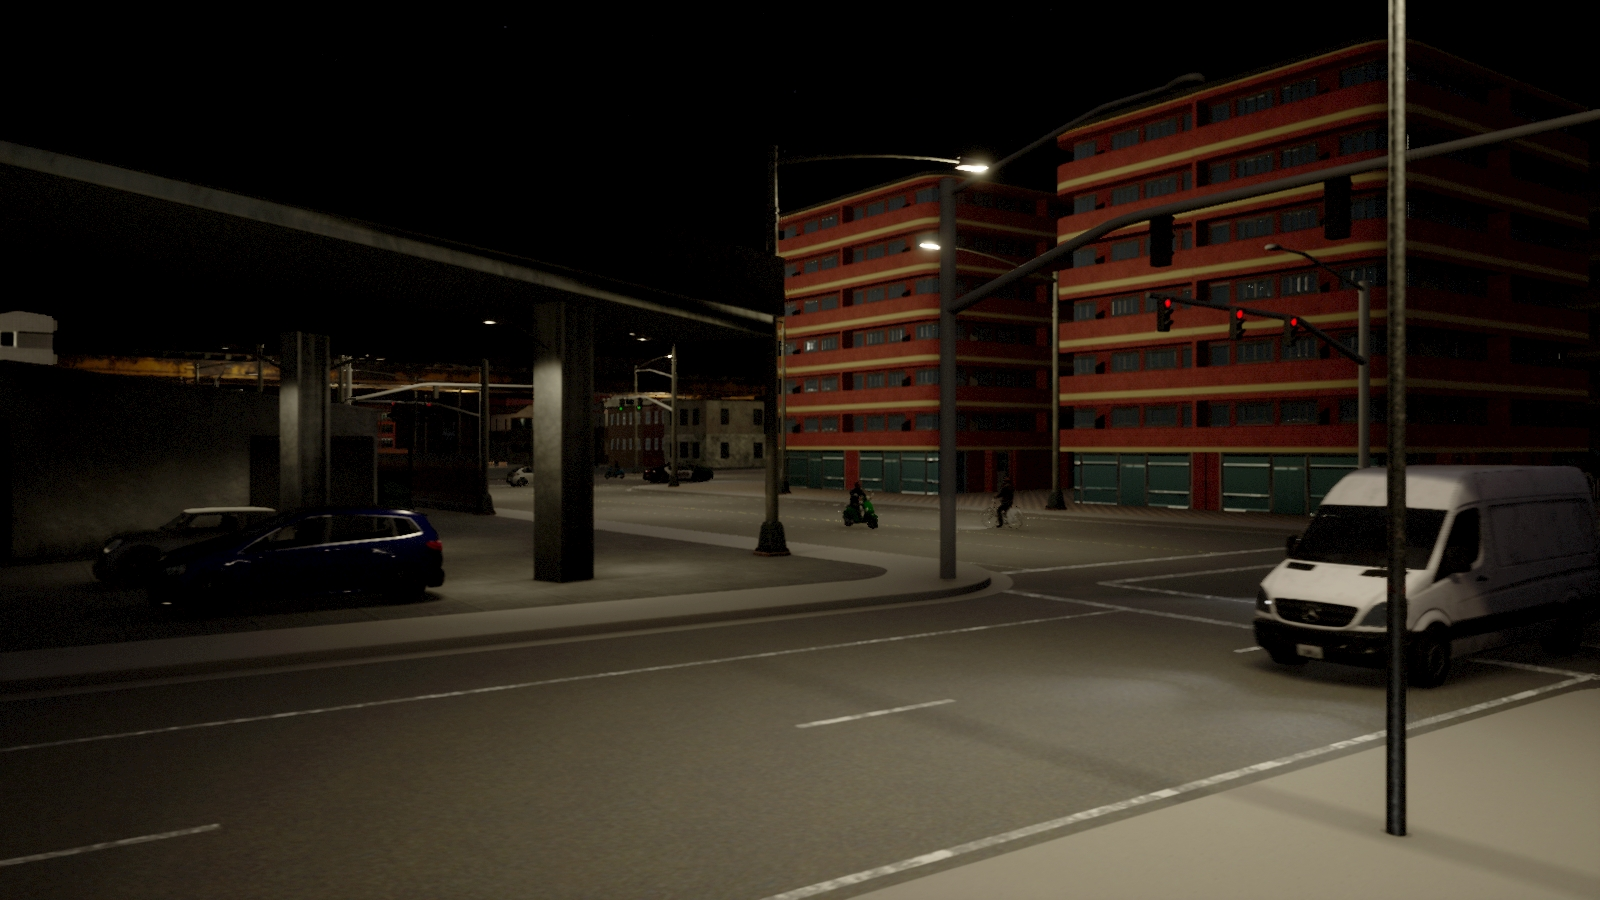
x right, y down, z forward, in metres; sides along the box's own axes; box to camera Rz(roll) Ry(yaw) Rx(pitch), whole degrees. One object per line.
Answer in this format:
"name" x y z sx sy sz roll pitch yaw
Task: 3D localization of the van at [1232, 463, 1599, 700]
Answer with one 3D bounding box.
"van" 8.406 1.495 15.196 5.915 2.561 1.988 0 0 -35
